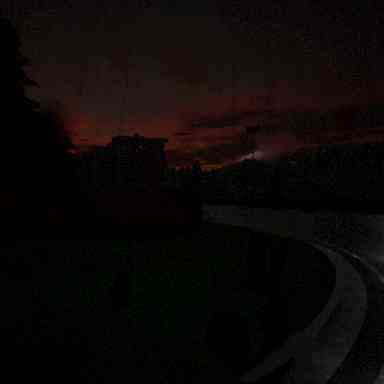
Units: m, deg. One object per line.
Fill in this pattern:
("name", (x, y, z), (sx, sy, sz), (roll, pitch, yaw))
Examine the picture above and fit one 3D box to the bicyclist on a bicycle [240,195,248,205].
("bicyclist on a bicycle", (8.116, 1.295, 51.694), (1.656, 1.620, 0.582), (0, 0, -33))
